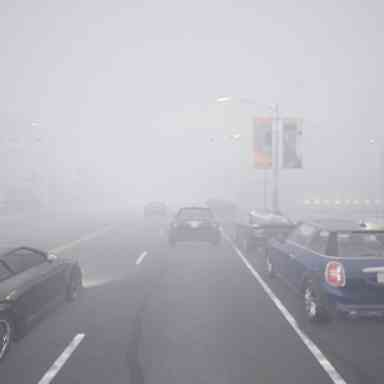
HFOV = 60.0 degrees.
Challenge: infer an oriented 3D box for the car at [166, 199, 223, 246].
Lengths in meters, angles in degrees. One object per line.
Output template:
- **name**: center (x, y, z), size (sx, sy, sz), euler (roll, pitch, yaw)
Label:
- **car**: center (0.105, 1.379, 15.588), size (2.097, 1.767, 4.553), euler (0, 0, 0)

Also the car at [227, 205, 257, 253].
- **car**: center (2.905, 1.504, 13.759), size (2.097, 1.535, 5.008), euler (0, 0, 0)

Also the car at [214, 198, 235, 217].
- **car**: center (2.784, 1.407, 31.960), size (2.097, 1.767, 4.553), euler (0, 0, 30)

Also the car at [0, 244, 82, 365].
- **car**: center (-3.400, 1.574, 5.655), size (1.994, 1.385, 4.181), euler (0, 0, 0)

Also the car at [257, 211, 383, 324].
- **car**: center (3.042, 1.367, 7.334), size (2.185, 1.767, 4.553), euler (0, 0, 0)

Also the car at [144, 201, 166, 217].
- **car**: center (-3.389, 1.602, 31.618), size (2.033, 1.411, 5.357), euler (0, 0, 0)
